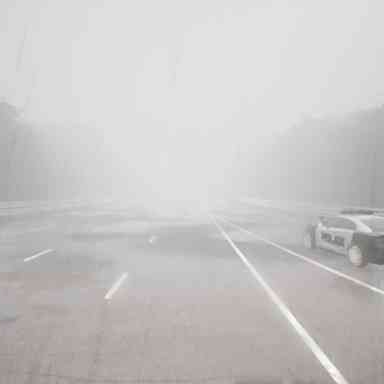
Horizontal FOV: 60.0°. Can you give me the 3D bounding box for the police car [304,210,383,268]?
[{"bbox_3d":[5.567,1.435,11.445,1.930,1.638,5.238,0,0,-7],"label":"police car"}]
